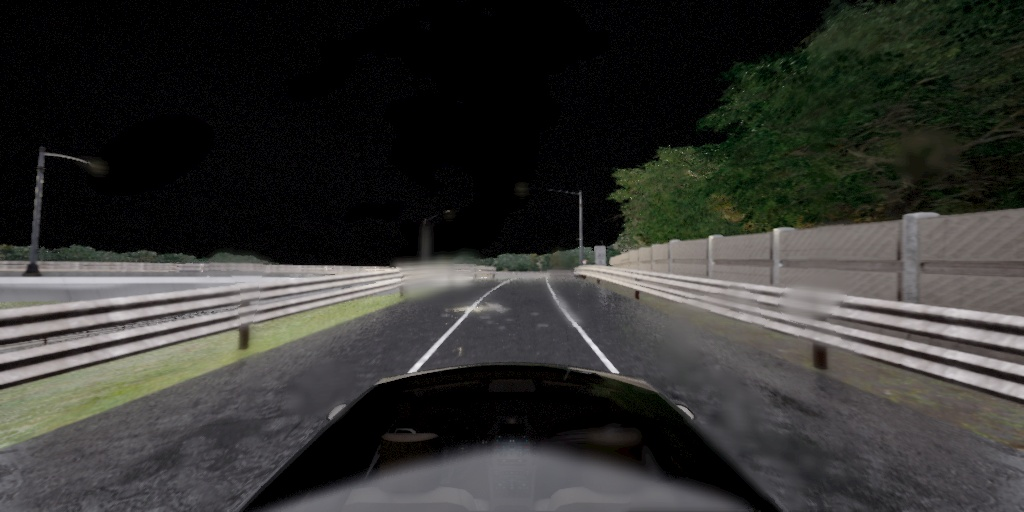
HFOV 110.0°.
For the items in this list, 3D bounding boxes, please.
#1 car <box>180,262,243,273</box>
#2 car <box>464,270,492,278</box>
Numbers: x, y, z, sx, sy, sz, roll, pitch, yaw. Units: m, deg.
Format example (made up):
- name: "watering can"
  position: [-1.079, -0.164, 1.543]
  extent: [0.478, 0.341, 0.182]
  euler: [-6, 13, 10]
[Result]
- name: "car"
  position: [-30.660, 1.382, 36.758]
  extent: [5.008, 1.535, 1.882]
  euler: [2, -3, -32]
- name: "car"
  position: [-5.380, 2.663, 57.046]
  extent: [1.882, 1.535, 5.008]
  euler: [-3, -4, 43]
